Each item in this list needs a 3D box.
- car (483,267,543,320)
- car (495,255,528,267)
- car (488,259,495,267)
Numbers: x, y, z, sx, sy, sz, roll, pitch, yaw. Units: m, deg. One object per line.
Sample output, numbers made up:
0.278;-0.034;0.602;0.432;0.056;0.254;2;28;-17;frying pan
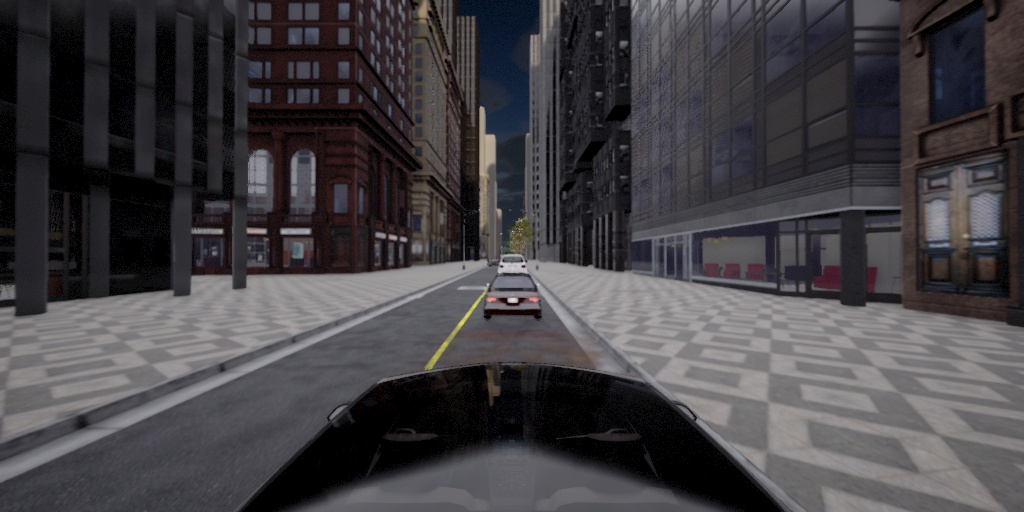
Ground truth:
0.040;1.278;12.506;2.033;1.411;5.357;0;0;1;car
0.077;0.920;28.534;2.150;2.045;5.566;0;0;1;car
-2.949;1.204;60.430;1.994;1.385;4.181;0;0;1;car
